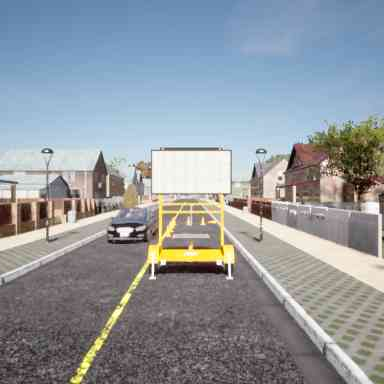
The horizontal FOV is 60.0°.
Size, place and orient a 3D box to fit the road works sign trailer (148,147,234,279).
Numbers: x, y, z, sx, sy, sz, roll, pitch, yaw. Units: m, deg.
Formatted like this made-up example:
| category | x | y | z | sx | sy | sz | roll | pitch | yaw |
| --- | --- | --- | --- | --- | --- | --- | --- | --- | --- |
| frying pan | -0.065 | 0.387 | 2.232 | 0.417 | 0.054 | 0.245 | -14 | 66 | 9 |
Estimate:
| category | x | y | z | sx | sy | sz | roll | pitch | yaw |
| --- | --- | --- | --- | --- | --- | --- | --- | --- | --- |
| road works sign trailer | -0.019 | 0.471 | 10.013 | 2.380 | 3.560 | 2.880 | 0 | 0 | 0 |

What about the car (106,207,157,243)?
| category | x | y | z | sx | sy | sz | roll | pitch | yaw |
| --- | --- | --- | --- | --- | --- | --- | --- | --- | --- |
| car | -2.801 | 1.506 | 16.218 | 2.128 | 1.511 | 4.902 | 0 | 0 | 0 |
